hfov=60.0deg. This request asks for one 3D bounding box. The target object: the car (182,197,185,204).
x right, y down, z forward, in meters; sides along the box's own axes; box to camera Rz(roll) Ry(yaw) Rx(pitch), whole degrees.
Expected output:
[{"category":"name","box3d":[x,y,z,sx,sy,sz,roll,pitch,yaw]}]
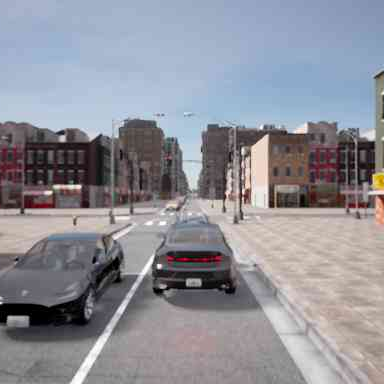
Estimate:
[{"category":"car","box3d":[-2.630,1.948,56.206,1.802,1.307,4.206,0,0,0]}]

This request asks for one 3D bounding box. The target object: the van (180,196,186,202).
[{"category":"van","box3d":[-2.627,2.048,95.445,1.690,1.788,3.998,0,-1,0]}]

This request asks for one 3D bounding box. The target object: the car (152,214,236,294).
[{"category":"car","box3d":[0.072,1.552,8.912,1.837,1.490,4.892,0,-1,1]}]

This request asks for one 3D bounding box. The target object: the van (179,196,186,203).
[{"category":"van","box3d":[-2.627,1.997,89.840,1.690,1.788,3.998,0,-1,0]}]

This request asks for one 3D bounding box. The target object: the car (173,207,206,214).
[{"category":"car","box3d":[0.030,1.703,18.120,1.895,1.301,4.718,0,0,1]}]

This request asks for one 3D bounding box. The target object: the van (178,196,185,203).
[{"category":"van","box3d":[-2.627,1.946,84.235,1.690,1.788,3.998,0,-1,0]}]

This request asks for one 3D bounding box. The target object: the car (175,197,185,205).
[{"category":"car","box3d":[-2.628,1.946,73.023,1.967,1.590,4.097,0,0,0]}]

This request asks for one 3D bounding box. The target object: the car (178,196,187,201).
[{"category":"car","box3d":[-2.629,1.898,67.418,1.967,1.590,4.097,0,0,0]}]

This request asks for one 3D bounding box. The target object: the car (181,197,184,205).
[{"category":"car","box3d":[-2.630,1.868,50.601,1.887,1.381,4.507,0,0,0]}]

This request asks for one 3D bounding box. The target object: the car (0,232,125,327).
[{"category":"car","box3d":[-2.632,1.605,7.227,1.947,1.339,4.313,0,0,0]}]

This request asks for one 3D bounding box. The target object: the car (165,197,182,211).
[{"category":"car","box3d":[-2.630,1.805,44.827,1.752,1.417,4.829,0,0,0]}]
